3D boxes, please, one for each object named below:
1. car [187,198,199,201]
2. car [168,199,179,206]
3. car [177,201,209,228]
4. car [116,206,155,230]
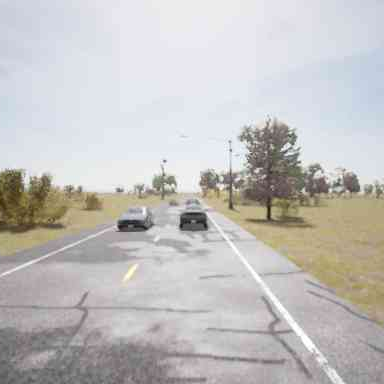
[{"bbox_3d":[0.094,1.569,41.705,2.097,1.767,4.553,0,0,0],"label":"car"},{"bbox_3d":[-3.518,1.950,63.516,1.895,1.301,4.718,0,0,0],"label":"car"},{"bbox_3d":[0.096,1.629,23.463,1.837,1.490,4.892,0,0,0],"label":"car"},{"bbox_3d":[-3.603,1.666,22.210,2.033,1.411,5.357,0,0,0],"label":"car"}]
